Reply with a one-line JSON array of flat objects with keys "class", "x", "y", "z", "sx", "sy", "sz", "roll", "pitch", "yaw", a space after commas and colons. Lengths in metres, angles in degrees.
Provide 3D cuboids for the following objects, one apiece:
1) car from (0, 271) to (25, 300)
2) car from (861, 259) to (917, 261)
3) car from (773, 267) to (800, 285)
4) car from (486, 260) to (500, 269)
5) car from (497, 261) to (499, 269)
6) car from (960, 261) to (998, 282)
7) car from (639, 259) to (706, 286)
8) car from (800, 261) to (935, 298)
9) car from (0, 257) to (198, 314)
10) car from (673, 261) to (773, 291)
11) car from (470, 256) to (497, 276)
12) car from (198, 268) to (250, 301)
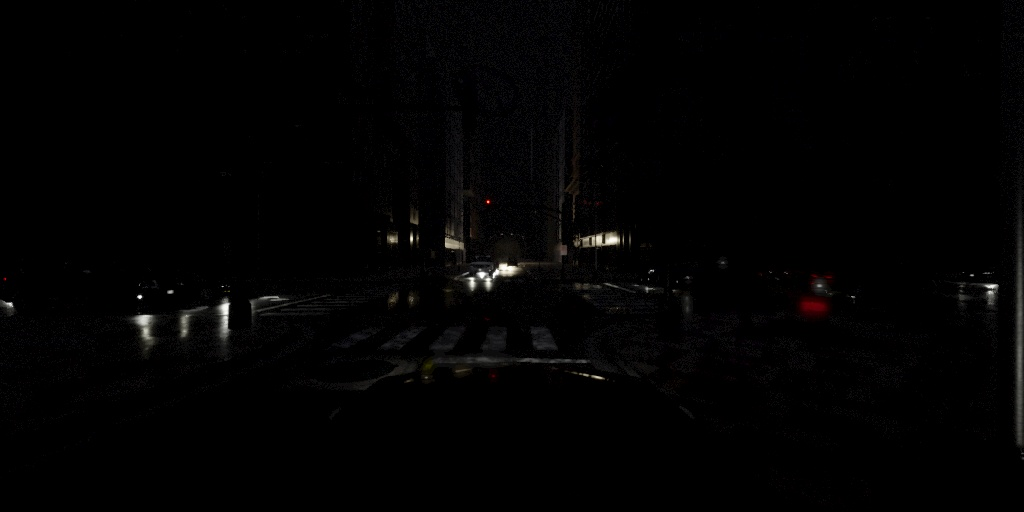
[{"class": "car", "x": -26.925, "y": 1.452, "z": 17.285, "sx": 4.181, "sy": 1.385, "sz": 1.994, "roll": 0, "pitch": 0, "yaw": 1}, {"class": "car", "x": 20.906, "y": 0.957, "z": 20.582, "sx": 4.553, "sy": 1.767, "sz": 2.097, "roll": 0, "pitch": 0, "yaw": 0}, {"class": "car", "x": 19.881, "y": 1.204, "z": 23.836, "sx": 4.718, "sy": 1.301, "sz": 1.895, "roll": 0, "pitch": 0, "yaw": 0}, {"class": "car", "x": -3.027, "y": 1.362, "z": 57.524, "sx": 1.895, "sy": 1.301, "sz": 4.718, "roll": 0, "pitch": 0, "yaw": 0}, {"class": "car", "x": -3.052, "y": 1.357, "z": 47.371, "sx": 1.895, "sy": 1.301, "sz": 4.718, "roll": 0, "pitch": 0, "yaw": 0}, {"class": "car", "x": 32.962, "y": 1.025, "z": 23.783, "sx": 4.892, "sy": 1.490, "sz": 1.837, "roll": 0, "pitch": 0, "yaw": 0}, {"class": "car", "x": 10.889, "y": 1.011, "z": 23.904, "sx": 4.553, "sy": 1.767, "sz": 2.097, "roll": 0, "pitch": 0, "yaw": 1}, {"class": "car", "x": 17.112, "y": 1.142, "z": 17.144, "sx": 4.892, "sy": 1.490, "sz": 1.837, "roll": -1, "pitch": 0, "yaw": 0}, {"class": "car", "x": -16.089, "y": 1.063, "z": 13.997, "sx": 5.566, "sy": 2.045, "sz": 2.150, "roll": 0, "pitch": 0, "yaw": 0}, {"class": "car", "x": 11.855, "y": 1.187, "z": 20.607, "sx": 4.674, "sy": 1.442, "sz": 1.812, "roll": 0, "pitch": 0, "yaw": 2}, {"class": "car", "x": -3.071, "y": 0.975, "z": 37.304, "sx": 2.150, "sy": 2.045, "sz": 5.566, "roll": 0, "pitch": 0, "yaw": 0}, {"class": "car", "x": -15.331, "y": 1.334, "z": 17.268, "sx": 4.892, "sy": 1.490, "sz": 1.837, "roll": 0, "pitch": 0, "yaw": 3}]
